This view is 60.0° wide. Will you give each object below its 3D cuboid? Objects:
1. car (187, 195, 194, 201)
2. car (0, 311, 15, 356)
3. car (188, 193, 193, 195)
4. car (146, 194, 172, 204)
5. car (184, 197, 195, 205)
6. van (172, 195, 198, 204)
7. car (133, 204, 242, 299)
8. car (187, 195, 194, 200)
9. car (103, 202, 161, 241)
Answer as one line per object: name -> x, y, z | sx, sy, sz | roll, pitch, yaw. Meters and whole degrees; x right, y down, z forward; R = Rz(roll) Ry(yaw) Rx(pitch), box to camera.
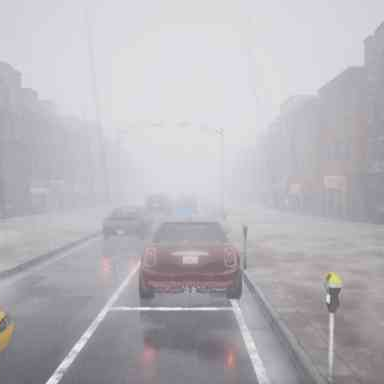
car -> -0.398, 1.541, 86.399 | 1.947, 1.339, 4.313 | -1, 0, 0
car -> -3.020, 1.455, 1.770 | 1.801, 1.575, 5.366 | 0, 0, 0
car -> -0.404, 1.302, 36.607 | 2.192, 1.841, 5.009 | -1, 0, 0
car -> -3.011, 1.213, 30.551 | 2.150, 2.045, 5.566 | 0, 0, 0
car -> -0.397, 1.562, 58.737 | 1.802, 1.307, 4.206 | -1, 0, 0
van -> -0.403, 1.331, 25.542 | 1.690, 1.788, 3.998 | -1, 0, 0
car -> -0.033, 1.349, 8.622 | 2.097, 1.767, 4.553 | 0, 0, 0
car -> -0.397, 1.541, 91.932 | 1.947, 1.339, 4.313 | -1, 0, 0
car -> -3.002, 1.486, 16.480 | 2.128, 1.511, 4.902 | 0, 0, 0
